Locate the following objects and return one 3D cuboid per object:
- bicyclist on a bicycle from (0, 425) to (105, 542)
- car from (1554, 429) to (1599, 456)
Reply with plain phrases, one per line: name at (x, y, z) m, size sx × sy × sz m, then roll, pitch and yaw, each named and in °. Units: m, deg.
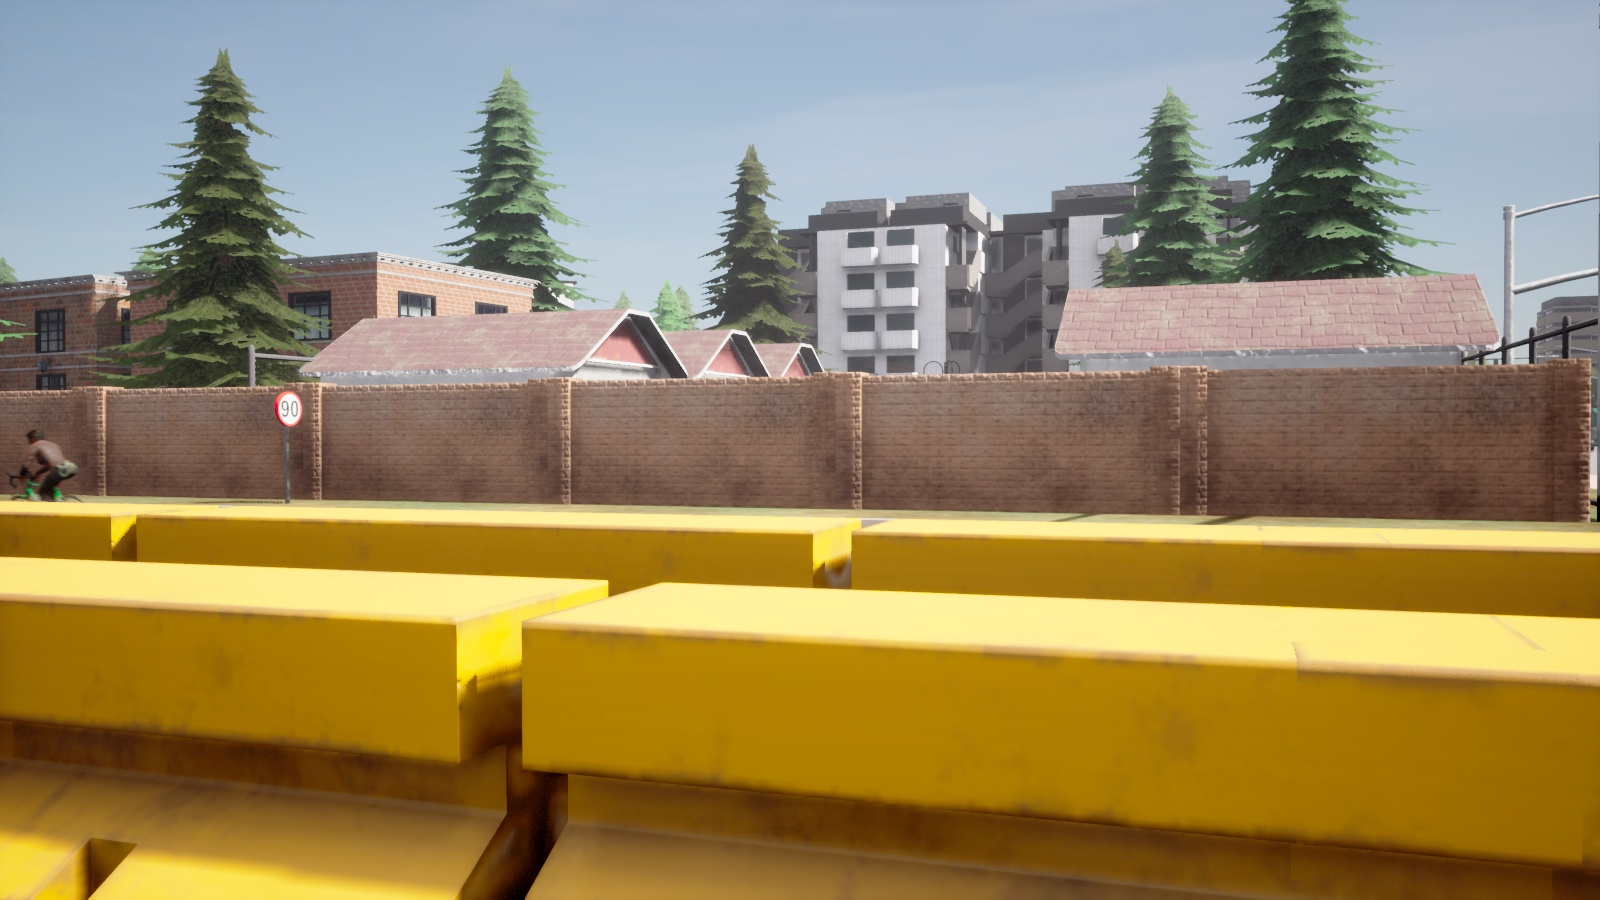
bicyclist on a bicycle at (-10.802, 0.452, 17.905) m, size 1.656 × 1.620 × 0.582 m, roll 0°, pitch 1°, yaw 19°
car at (50.152, -0.497, 80.589) m, size 2.152 × 1.651 × 5.027 m, roll 1°, pitch 1°, yaw 20°
